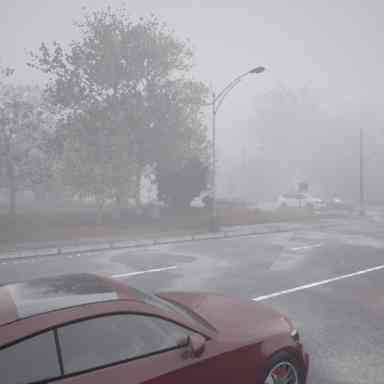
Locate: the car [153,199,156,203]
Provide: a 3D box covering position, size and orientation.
[{"bbox_3d":[-5.556,1.430,61.598,1.812,1.442,4.674,0,0,-37],"label":"car"}]

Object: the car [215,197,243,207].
[{"bbox_3d":[4.765,1.503,48.063,1.895,1.301,4.718,0,0,-37],"label":"car"}]

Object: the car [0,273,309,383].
[{"bbox_3d":[-0.930,1.526,3.024,4.674,1.442,1.812,0,0,-35],"label":"car"}]

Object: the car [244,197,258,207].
[{"bbox_3d":[7.517,1.434,50.224,2.033,1.411,5.357,0,0,-38],"label":"car"}]

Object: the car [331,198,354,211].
[{"bbox_3d":[16.338,1.410,38.709,1.812,1.442,4.674,0,0,-38],"label":"car"}]

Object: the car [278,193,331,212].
[{"bbox_3d":[12.440,1.121,38.057,2.150,2.045,5.566,0,0,-38],"label":"car"}]
